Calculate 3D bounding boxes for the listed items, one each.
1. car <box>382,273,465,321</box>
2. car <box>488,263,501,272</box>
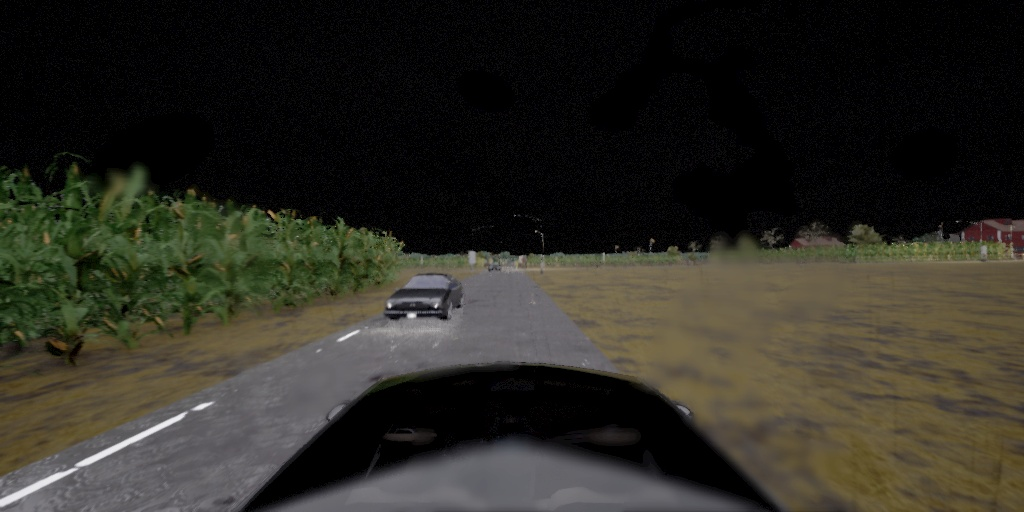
[{"bbox_3d":[-2.858,1.331,12.882,2.033,1.411,5.357,0,0,0],"label":"car"},{"bbox_3d":[-2.771,1.828,58.105,1.994,1.385,4.181,0,-1,0],"label":"car"}]
